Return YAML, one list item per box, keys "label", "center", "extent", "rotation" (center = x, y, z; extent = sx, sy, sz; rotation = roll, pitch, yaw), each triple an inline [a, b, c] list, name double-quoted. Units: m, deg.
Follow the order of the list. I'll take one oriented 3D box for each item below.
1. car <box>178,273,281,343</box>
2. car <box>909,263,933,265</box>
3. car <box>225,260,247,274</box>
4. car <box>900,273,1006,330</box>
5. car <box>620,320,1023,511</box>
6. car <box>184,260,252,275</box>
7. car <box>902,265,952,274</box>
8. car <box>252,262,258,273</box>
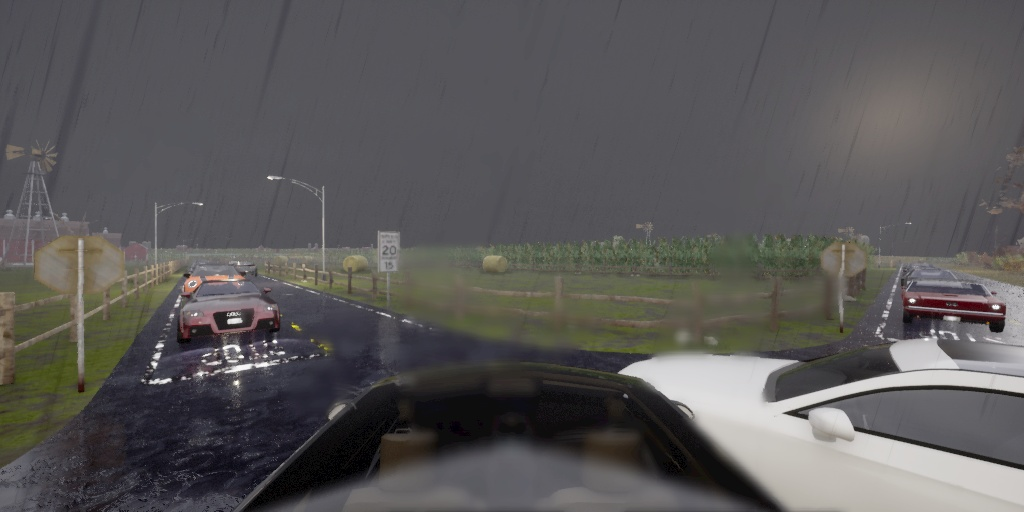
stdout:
- label: "car"
  center: [-7.869, 1.351, 9.937]
  extent: [1.994, 1.385, 4.181]
  rotation: [0, 0, -42]
- label: "car"
  center: [27.528, 1.380, 23.965]
  extent: [4.181, 1.385, 1.994]
  rotation: [0, 1, -42]
- label: "car"
  center: [-33.381, 1.281, 43.300]
  extent: [1.837, 1.490, 4.892]
  rotation: [0, 0, -41]
- label: "car"
  center: [13.600, 1.389, 11.251]
  extent: [4.718, 1.301, 1.895]
  rotation: [0, 1, -43]
- label: "car"
  center: [2.853, 1.293, 2.269]
  extent: [1.812, 1.442, 4.674]
  rotation: [0, 1, -43]
- label: "car"
  center: [-13.596, 1.132, 16.463]
  extent: [2.097, 1.767, 4.553]
  rotation: [0, 0, -41]
- label: "car"
  center: [20.727, 1.348, 17.761]
  extent: [5.357, 1.411, 2.033]
  rotation: [0, 1, -42]
- label: "car"
  center: [-26.716, 1.264, 35.792]
  extent: [2.128, 1.511, 4.902]
  rotation: [0, 0, -41]
